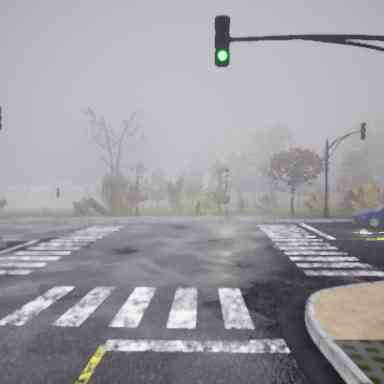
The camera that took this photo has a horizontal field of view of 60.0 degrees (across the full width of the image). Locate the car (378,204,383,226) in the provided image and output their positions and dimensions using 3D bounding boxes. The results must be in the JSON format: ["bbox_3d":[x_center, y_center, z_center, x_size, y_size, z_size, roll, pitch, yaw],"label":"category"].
[{"bbox_3d":[13.281,1.523,18.125,4.892,1.490,1.837,-2,2,4],"label":"car"}]

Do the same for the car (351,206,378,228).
[{"bbox_3d":[12.928,1.415,21.401,5.008,1.535,1.882,-1,2,3],"label":"car"}]
